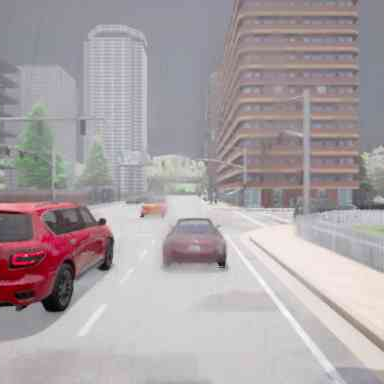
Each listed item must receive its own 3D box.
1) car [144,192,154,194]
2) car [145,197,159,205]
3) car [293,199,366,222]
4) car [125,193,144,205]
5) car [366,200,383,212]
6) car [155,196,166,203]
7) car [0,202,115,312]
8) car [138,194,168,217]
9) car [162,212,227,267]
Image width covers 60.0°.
[{"bbox_3d":[-10.494,1.269,74.829,2.150,2.045,5.566,0,0,0],"label":"car"},{"bbox_3d":[-7.033,1.636,59.470,1.895,1.301,4.718,0,0,1],"label":"car"},{"bbox_3d":[9.934,1.310,24.616,4.553,1.767,2.097,0,0,-11],"label":"car"},{"bbox_3d":[-10.537,1.387,59.591,2.097,1.767,4.553,0,0,1],"label":"car"},{"bbox_3d":[20.979,1.568,38.896,4.718,1.301,1.895,0,0,-28],"label":"car"},{"bbox_3d":[-6.994,1.569,74.834,2.128,1.511,4.902,0,0,0],"label":"car"},{"bbox_3d":[-3.431,1.227,7.836,2.150,2.045,5.566,0,0,0],"label":"car"},{"bbox_3d":[-3.409,1.354,30.902,2.097,1.767,4.553,0,0,0],"label":"car"},{"bbox_3d":[0.088,1.570,11.494,1.994,1.385,4.181,0,0,0],"label":"car"}]
